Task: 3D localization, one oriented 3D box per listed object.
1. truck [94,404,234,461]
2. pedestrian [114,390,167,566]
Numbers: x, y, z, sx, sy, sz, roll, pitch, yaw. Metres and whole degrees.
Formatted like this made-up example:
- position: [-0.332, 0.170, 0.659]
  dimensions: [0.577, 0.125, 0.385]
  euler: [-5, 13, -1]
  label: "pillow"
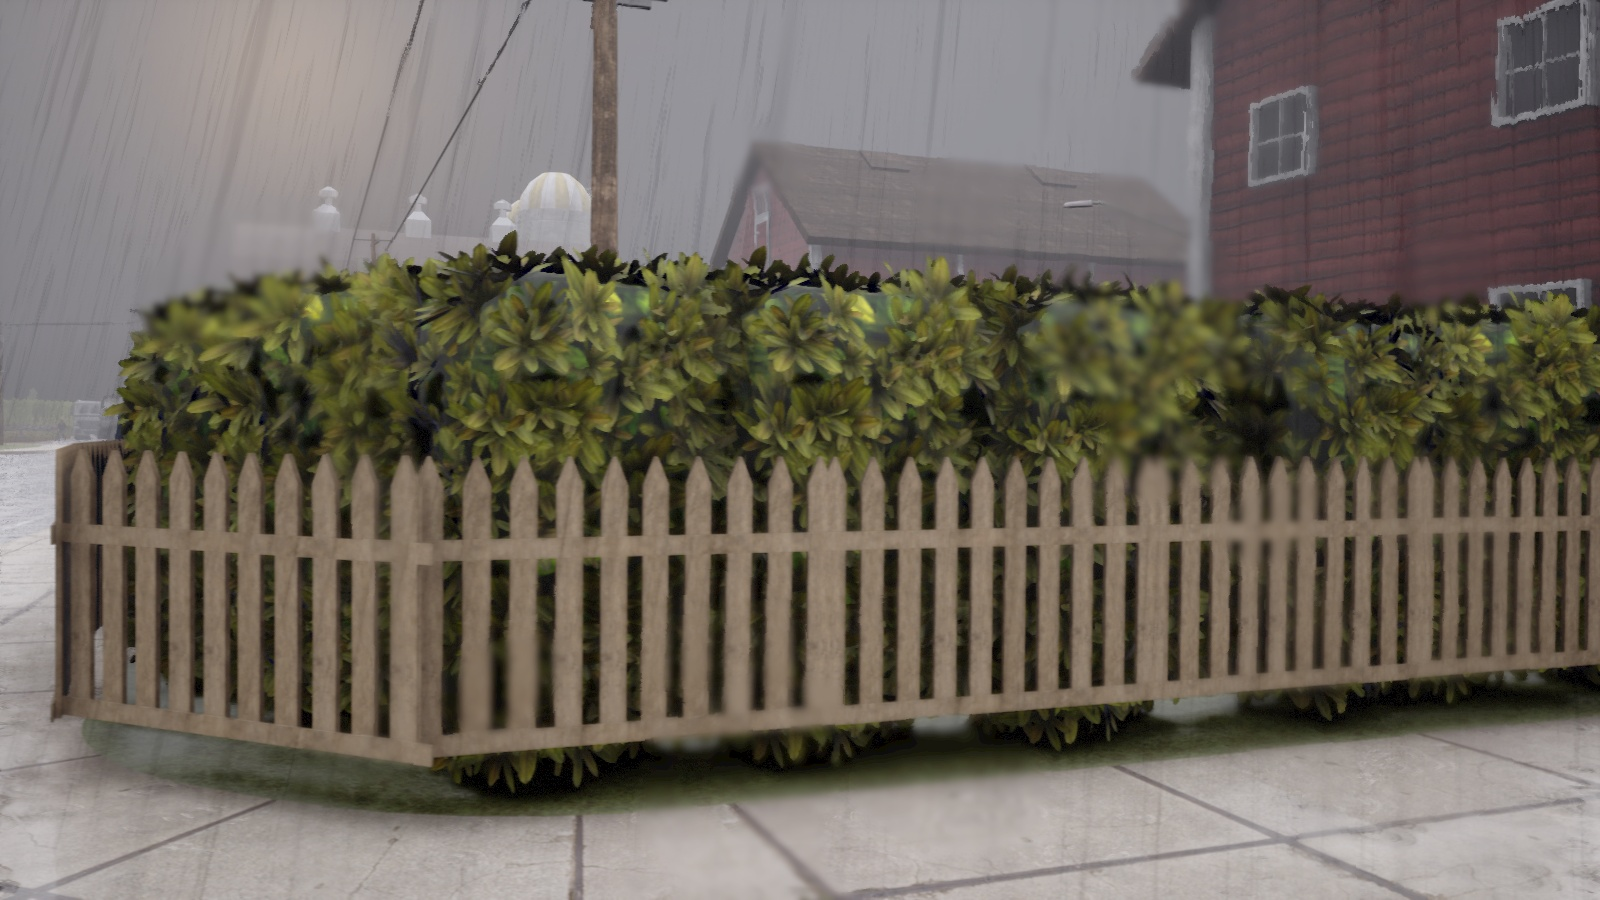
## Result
- position: [-40.678, -1.094, 80.340]
  dimensions: [7.936, 3.462, 2.891]
  euler: [-1, 1, 13]
  label: "truck"
- position: [-7.547, 0.302, 14.395]
  dimensions: [0.423, 1.949, 0.788]
  euler: [-1, 1, -22]
  label: "pedestrian"
